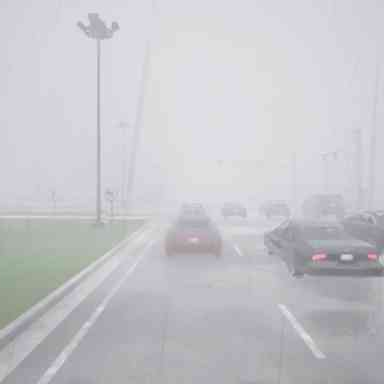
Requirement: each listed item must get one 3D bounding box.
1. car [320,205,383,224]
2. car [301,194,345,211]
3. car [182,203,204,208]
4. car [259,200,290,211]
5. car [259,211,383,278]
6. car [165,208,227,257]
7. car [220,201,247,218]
[{"bbox_3d":[7.063,1.461,12.837,2.128,1.511,4.902,0,0,0],"label":"car"},{"bbox_3d":[10.779,1.157,27.646,2.150,2.045,5.566,0,0,4],"label":"car"},{"bbox_3d":[0.059,1.536,27.372,1.895,1.301,4.718,0,0,0],"label":"car"},{"bbox_3d":[7.066,1.424,28.816,2.128,1.511,4.902,0,0,0],"label":"car"},{"bbox_3d":[3.540,1.524,10.071,2.033,1.411,5.357,0,0,1],"label":"car"},{"bbox_3d":[0.064,1.533,12.823,1.994,1.385,4.181,0,0,0],"label":"car"},{"bbox_3d":[3.569,1.495,29.166,1.994,1.385,4.181,0,0,0],"label":"car"}]
